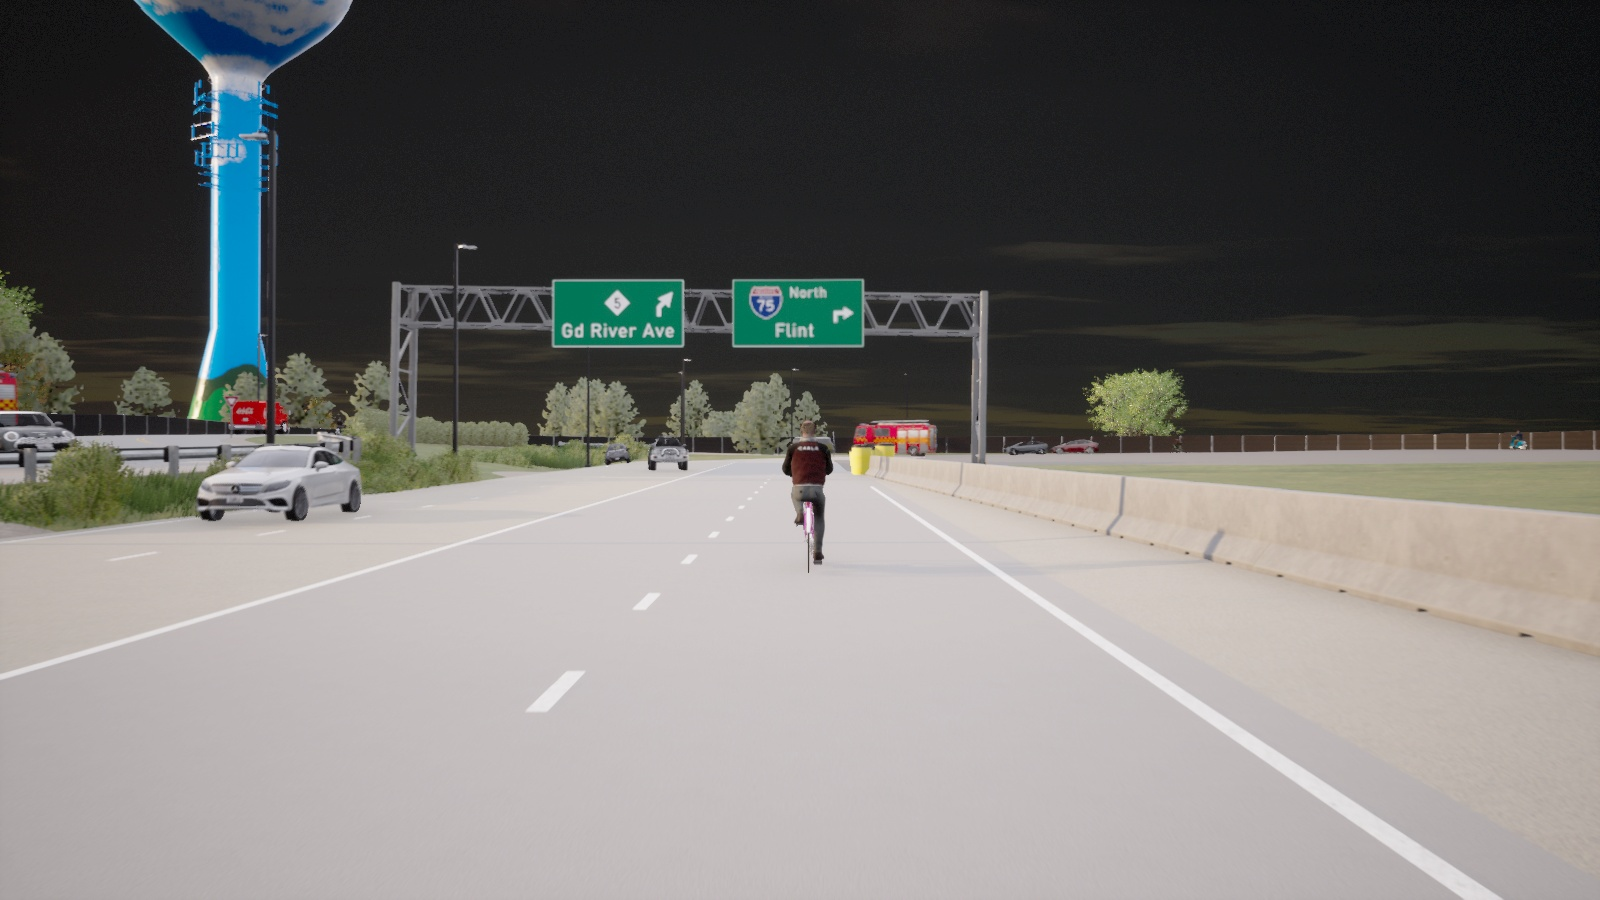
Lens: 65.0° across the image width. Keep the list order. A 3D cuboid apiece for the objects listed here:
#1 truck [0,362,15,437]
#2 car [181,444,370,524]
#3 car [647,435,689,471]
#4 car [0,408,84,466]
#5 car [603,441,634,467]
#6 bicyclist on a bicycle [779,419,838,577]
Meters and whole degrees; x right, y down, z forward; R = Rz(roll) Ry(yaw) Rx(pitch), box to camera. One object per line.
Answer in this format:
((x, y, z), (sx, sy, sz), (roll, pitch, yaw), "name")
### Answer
((-43.522, -2.487, 61.300), (2.891, 3.827, 8.468), (1, 2, 28), "truck")
((-10.342, 0.612, 25.192), (1.812, 1.442, 4.674), (0, 0, 0), "car")
((-6.955, 0.140, 65.904), (1.932, 1.855, 4.605), (0, 0, -9), "car")
((-21.244, -0.394, 34.150), (3.806, 1.475, 1.970), (2, 3, 42), "car")
((-12.599, 0.282, 87.173), (1.845, 1.501, 3.633), (-9, 1, -7), "car")
((0.101, 0.533, 15.029), (0.659, 1.776, 1.843), (0, 1, 0), "bicyclist on a bicycle")
